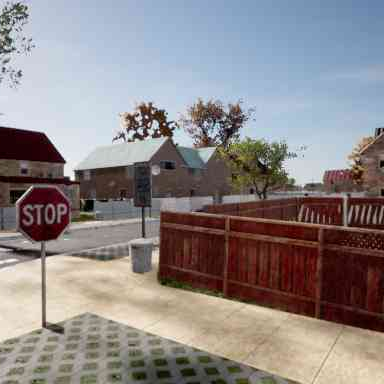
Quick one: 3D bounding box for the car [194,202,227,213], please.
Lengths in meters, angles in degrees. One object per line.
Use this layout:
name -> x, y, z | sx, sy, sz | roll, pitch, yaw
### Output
car -> 1.856, 1.346, 21.892 | 1.994, 1.385, 4.181 | -1, 0, 36
